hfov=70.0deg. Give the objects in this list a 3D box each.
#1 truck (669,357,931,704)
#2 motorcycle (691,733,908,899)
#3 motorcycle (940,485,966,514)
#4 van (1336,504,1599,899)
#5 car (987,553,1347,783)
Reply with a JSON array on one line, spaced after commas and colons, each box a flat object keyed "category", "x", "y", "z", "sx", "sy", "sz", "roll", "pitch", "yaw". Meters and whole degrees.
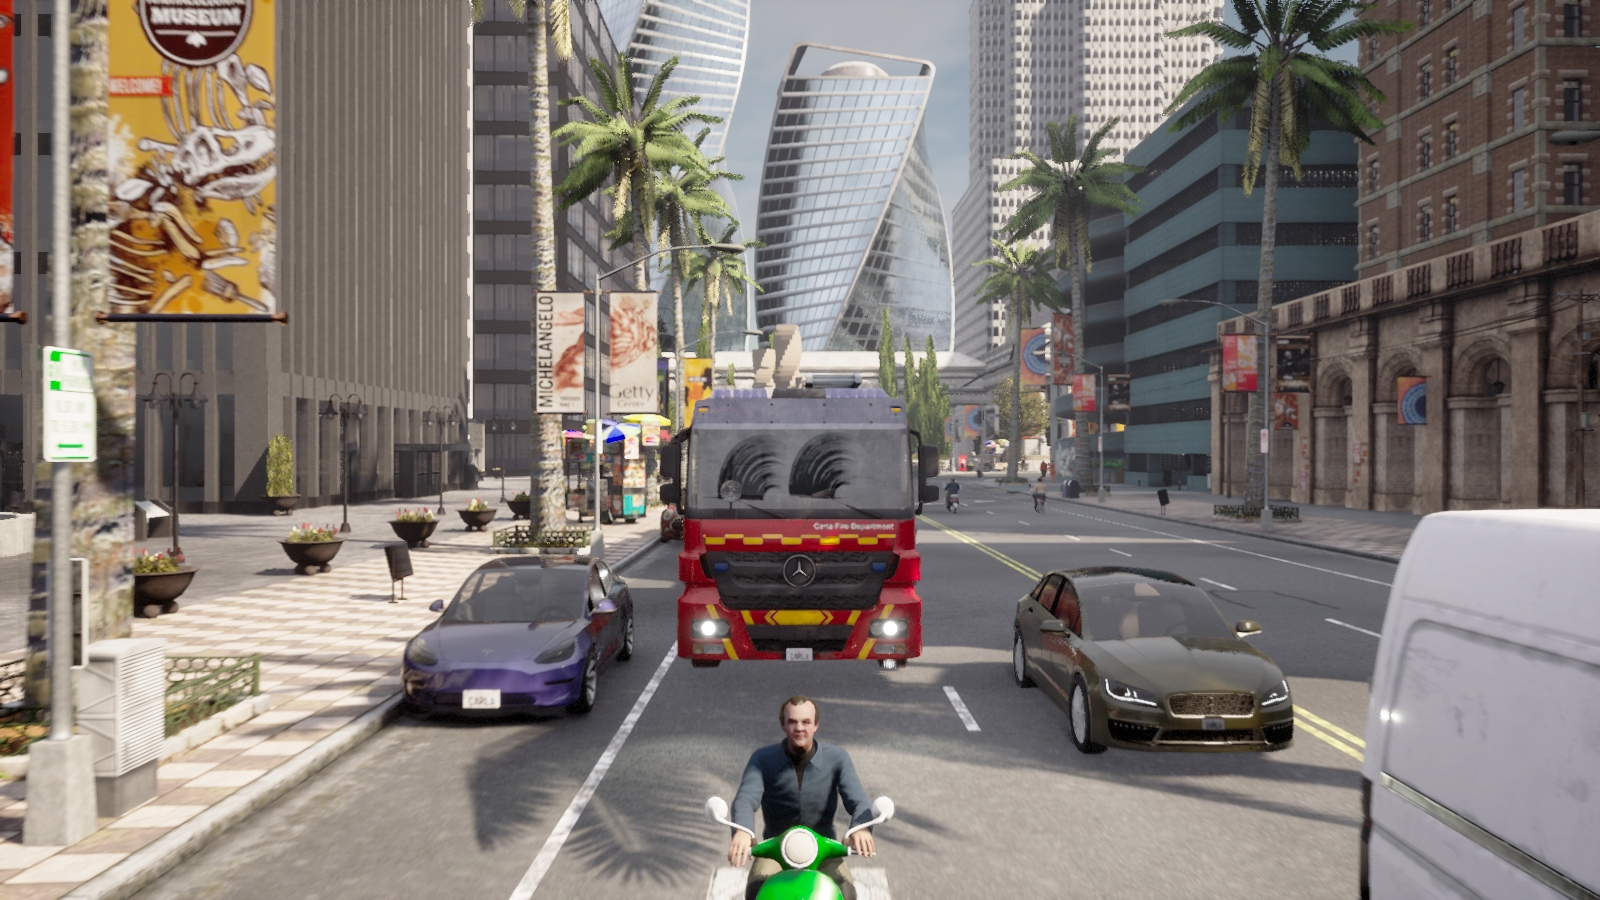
[{"category": "truck", "x": 0.004, "y": 0.893, "z": 16.828, "sx": 2.891, "sy": 3.827, "sz": 8.468, "roll": 0, "pitch": 0, "yaw": 0}, {"category": "motorcycle", "x": -0.002, "y": 2.183, "z": 5.424, "sx": 0.856, "sy": 1.236, "sz": 1.805, "roll": 0, "pitch": 0, "yaw": 0}, {"category": "motorcycle", "x": 6.793, "y": 2.189, "z": 50.815, "sx": 0.856, "sy": 1.236, "sz": 1.805, "roll": 0, "pitch": 0, "yaw": -1}, {"category": "van", "x": 3.505, "y": 1.535, "z": 2.391, "sx": 1.988, "sy": 2.561, "sz": 5.915, "roll": 0, "pitch": 0, "yaw": 0}, {"category": "car", "x": 3.498, "y": 2.062, "z": 12.090, "sx": 2.231, "sy": 1.480, "sz": 4.892, "roll": 0, "pitch": 0, "yaw": 0}]
